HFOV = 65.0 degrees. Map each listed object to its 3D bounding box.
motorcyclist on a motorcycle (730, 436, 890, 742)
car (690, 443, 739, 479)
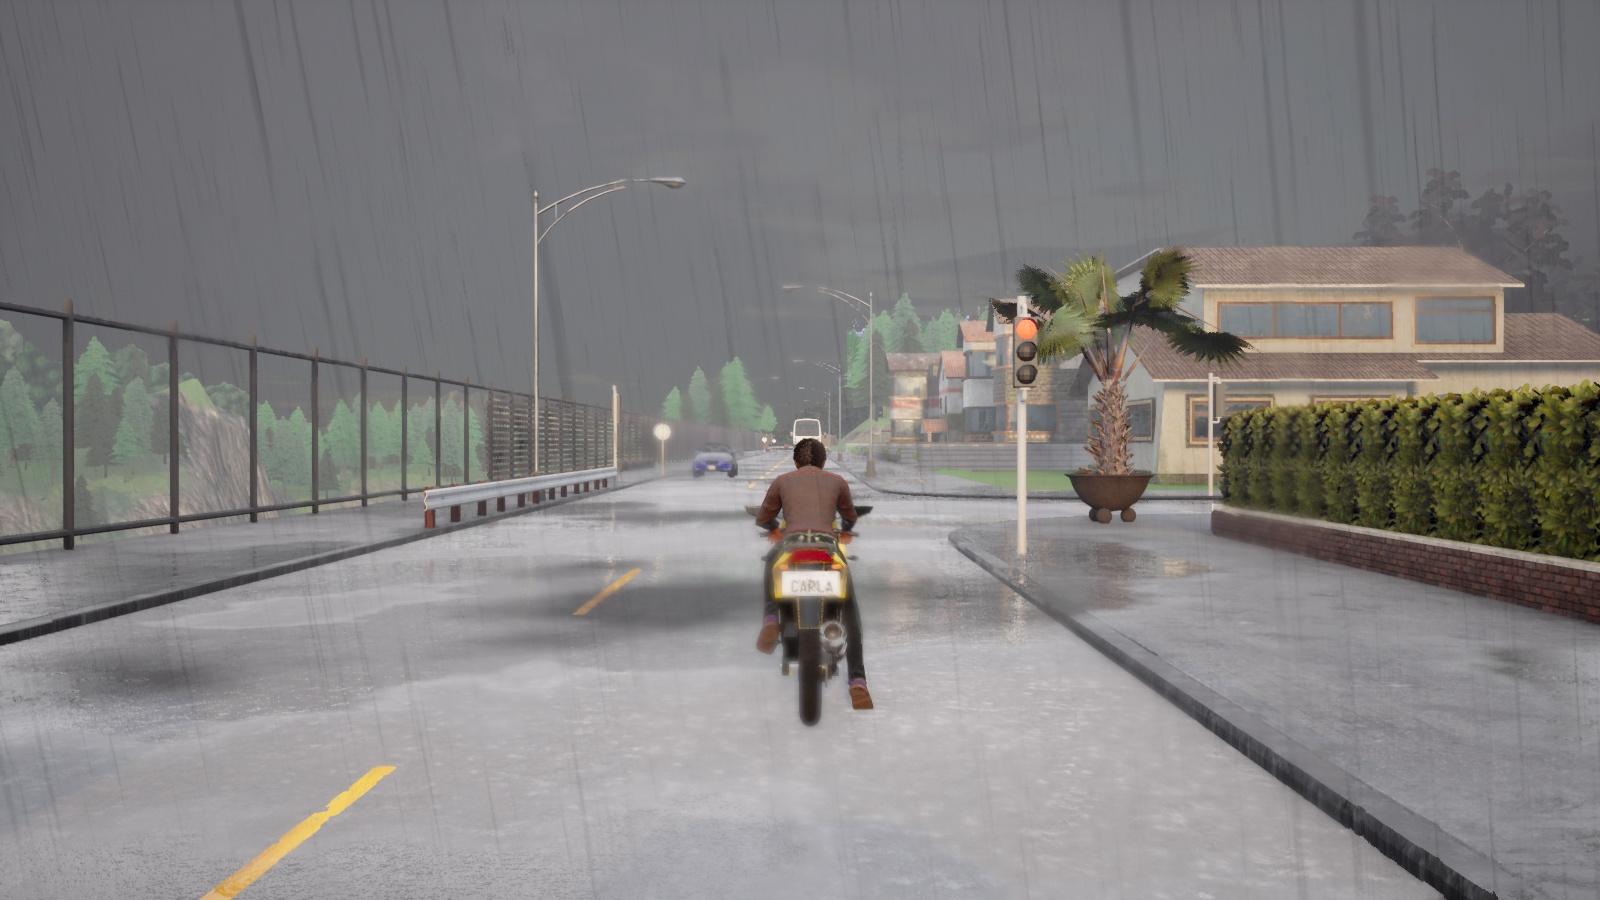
[{"bbox_3d":[0.056,0.688,7.269,0.797,1.523,2.044,0,0,0],"label":"motorcyclist on a motorcycle"},{"bbox_3d":[-3.678,0.448,54.713,1.816,1.474,4.193,0,0,0],"label":"car"}]
